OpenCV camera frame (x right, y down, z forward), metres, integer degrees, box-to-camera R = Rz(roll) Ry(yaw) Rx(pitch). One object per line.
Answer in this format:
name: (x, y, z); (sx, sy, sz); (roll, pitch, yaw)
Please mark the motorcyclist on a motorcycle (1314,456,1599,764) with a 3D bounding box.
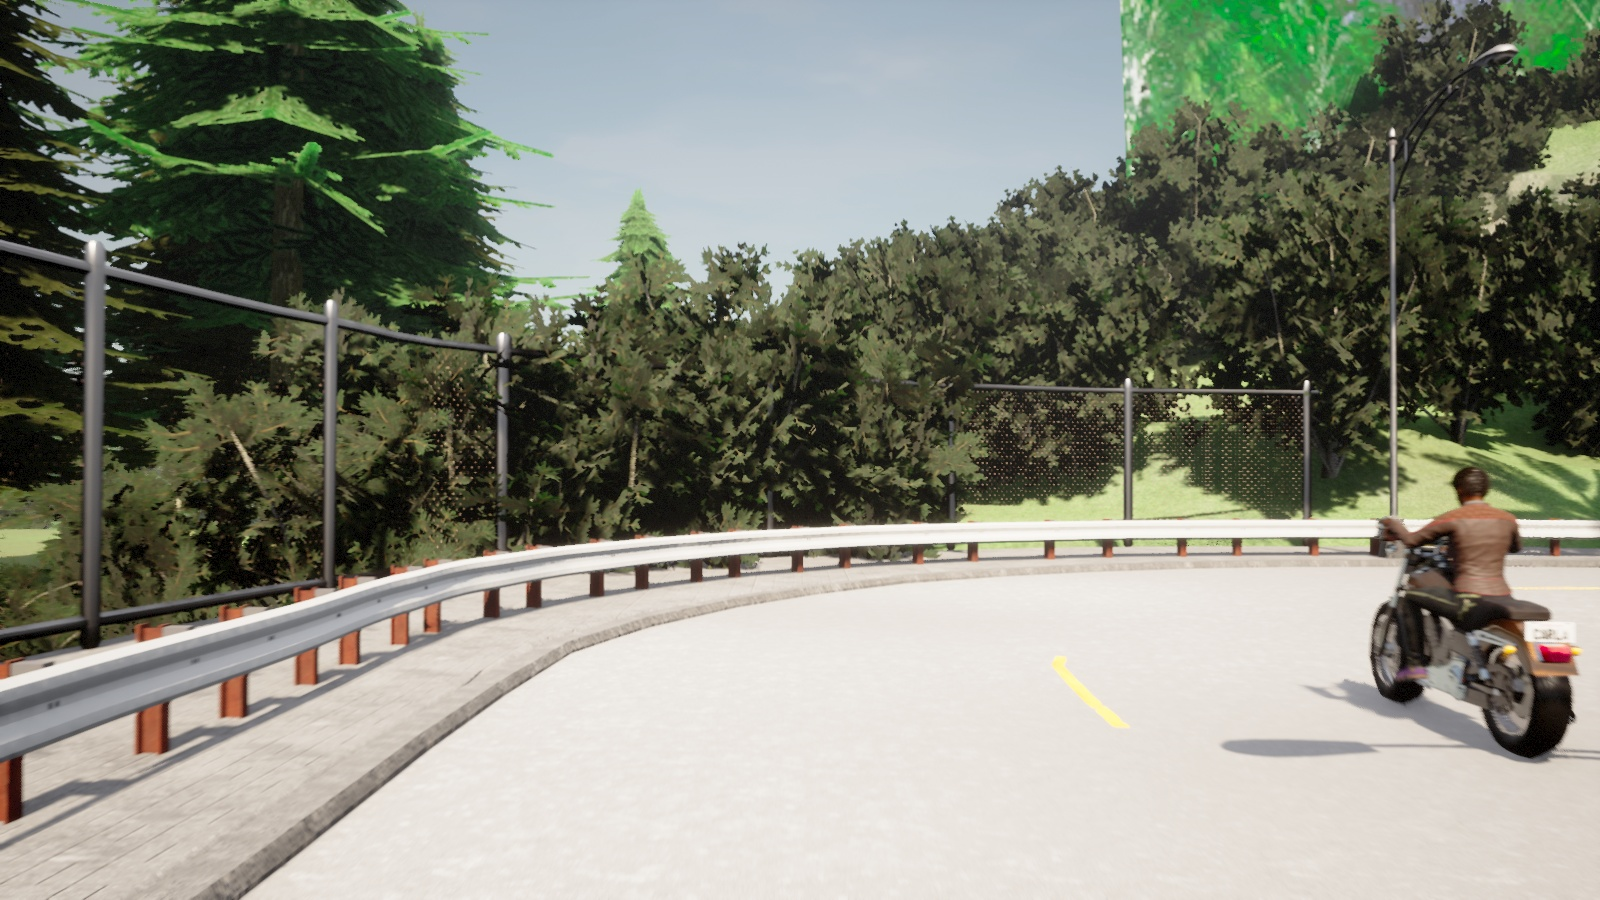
motorcyclist on a motorcycle: (4.057, 0.882, 7.931); (0.766, 1.649, 2.350); (0, -1, 3)
